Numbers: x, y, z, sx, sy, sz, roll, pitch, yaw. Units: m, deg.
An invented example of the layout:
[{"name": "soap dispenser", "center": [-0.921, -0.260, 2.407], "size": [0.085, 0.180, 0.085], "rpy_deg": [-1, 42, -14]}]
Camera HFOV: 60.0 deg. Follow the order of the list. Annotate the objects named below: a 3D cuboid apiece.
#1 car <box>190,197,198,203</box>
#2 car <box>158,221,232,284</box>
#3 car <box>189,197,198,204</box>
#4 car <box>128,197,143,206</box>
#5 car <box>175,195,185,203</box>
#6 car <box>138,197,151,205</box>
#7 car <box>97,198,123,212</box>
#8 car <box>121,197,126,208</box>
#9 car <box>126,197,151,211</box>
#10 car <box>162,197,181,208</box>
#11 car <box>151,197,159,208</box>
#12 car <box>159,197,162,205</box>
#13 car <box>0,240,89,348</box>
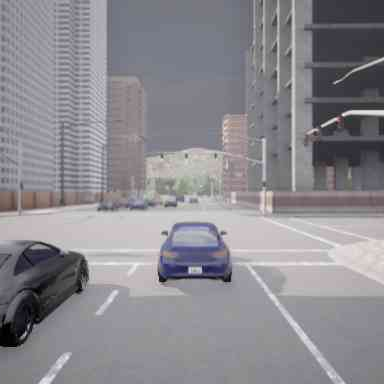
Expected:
[{"name": "car", "center": [0.513, 1.956, 83.221], "size": [1.812, 1.442, 4.674], "rpy_deg": [0, 0, 1]}, {"name": "car", "center": [0.067, 1.576, 9.638], "size": [1.812, 1.442, 4.674], "rpy_deg": [0, 0, 0]}, {"name": "car", "center": [0.344, 1.903, 72.826], "size": [2.128, 1.511, 4.902], "rpy_deg": [0, 0, 1]}, {"name": "car", "center": [-10.391, 1.797, 61.445], "size": [1.882, 1.535, 5.008], "rpy_deg": [0, 0, 2]}, {"name": "car", "center": [-2.985, 1.658, 83.329], "size": [2.150, 2.045, 5.566], "rpy_deg": [0, 0, 1]}, {"name": "car", "center": [-10.178, 1.845, 71.622], "size": [1.882, 1.535, 5.008], "rpy_deg": [0, 0, 1]}, {"name": "car", "center": [-10.727, 1.787, 42.755], "size": [1.994, 1.385, 4.181], "rpy_deg": [0, 0, 1]}, {"name": "car", "center": [-10.597, 1.619, 51.317], "size": [2.097, 1.767, 4.553], "rpy_deg": [0, 0, 1]}, {"name": "car", "center": [-7.192, 1.713, 45.263], "size": [1.882, 1.535, 5.008], "rpy_deg": [0, 0, 1]}, {"name": "car", "center": [-3.350, 1.885, 54.725], "size": [1.895, 1.301, 4.718], "rpy_deg": [0, 0, 1]}, {"name": "car", "center": [-7.033, 1.885, 54.606], "size": [1.895, 1.301, 4.718], "rpy_deg": [0, 0, 1]}, {"name": "car", "center": [-6.814, 1.687, 64.415], "size": [2.097, 1.767, 4.553], "rpy_deg": [0, 0, 1]}, {"name": "car", "center": [-3.435, 1.597, 6.316], "size": [1.994, 1.385, 4.181], "rpy_deg": [0, 0, -1]}]
